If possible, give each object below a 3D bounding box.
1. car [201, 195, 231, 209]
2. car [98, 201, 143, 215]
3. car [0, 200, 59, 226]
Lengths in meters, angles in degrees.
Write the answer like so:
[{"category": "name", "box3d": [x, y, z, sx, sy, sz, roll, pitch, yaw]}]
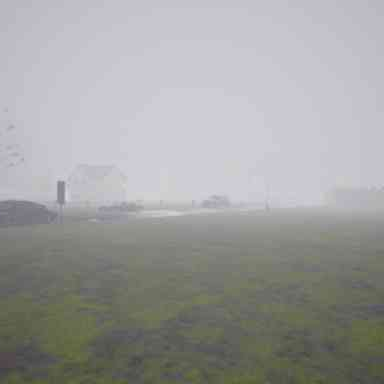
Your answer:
[{"category": "car", "box3d": [3.652, 1.461, 49.241, 2.150, 2.045, 5.566, 2, 0, 36]}, {"category": "car", "box3d": [-7.239, 1.589, 34.014, 1.895, 1.301, 4.718, 2, 0, 35]}, {"category": "car", "box3d": [-11.400, 1.468, 22.936, 1.994, 1.385, 4.181, 2, 0, 34]}]
